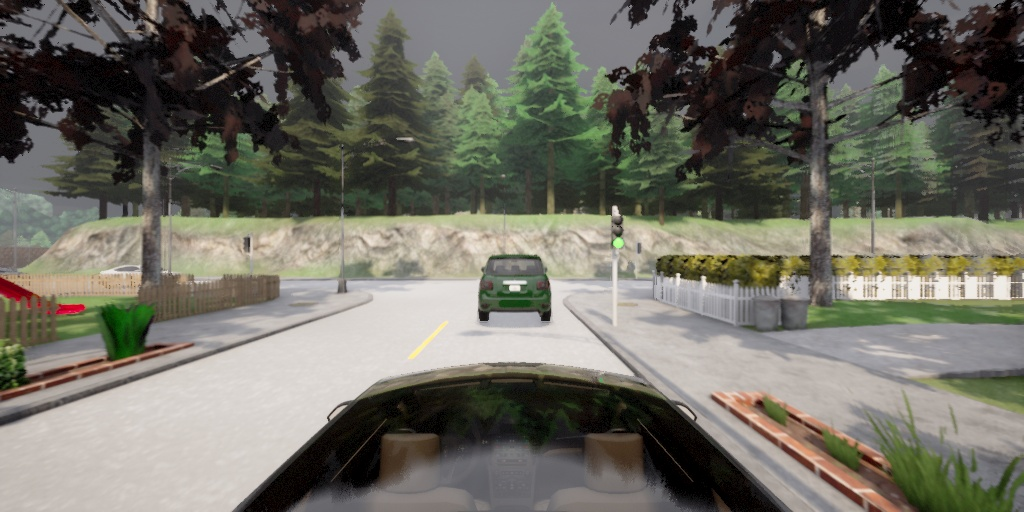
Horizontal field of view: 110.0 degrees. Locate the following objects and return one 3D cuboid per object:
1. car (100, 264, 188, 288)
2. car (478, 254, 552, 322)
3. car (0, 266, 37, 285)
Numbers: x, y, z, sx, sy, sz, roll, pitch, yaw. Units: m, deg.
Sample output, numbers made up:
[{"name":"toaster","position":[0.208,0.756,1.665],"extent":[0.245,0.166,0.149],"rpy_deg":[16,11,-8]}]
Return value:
[{"name":"car","position":[-23.266,1.247,22.697],"extent":[4.674,1.442,1.812],"rpy_deg":[0,0,0]},{"name":"car","position":[0.088,0.956,12.304],"extent":[2.150,2.045,5.566],"rpy_deg":[0,0,0]},{"name":"car","position":[-33.198,1.286,22.707],"extent":[4.181,1.385,1.994],"rpy_deg":[0,0,-1]}]
